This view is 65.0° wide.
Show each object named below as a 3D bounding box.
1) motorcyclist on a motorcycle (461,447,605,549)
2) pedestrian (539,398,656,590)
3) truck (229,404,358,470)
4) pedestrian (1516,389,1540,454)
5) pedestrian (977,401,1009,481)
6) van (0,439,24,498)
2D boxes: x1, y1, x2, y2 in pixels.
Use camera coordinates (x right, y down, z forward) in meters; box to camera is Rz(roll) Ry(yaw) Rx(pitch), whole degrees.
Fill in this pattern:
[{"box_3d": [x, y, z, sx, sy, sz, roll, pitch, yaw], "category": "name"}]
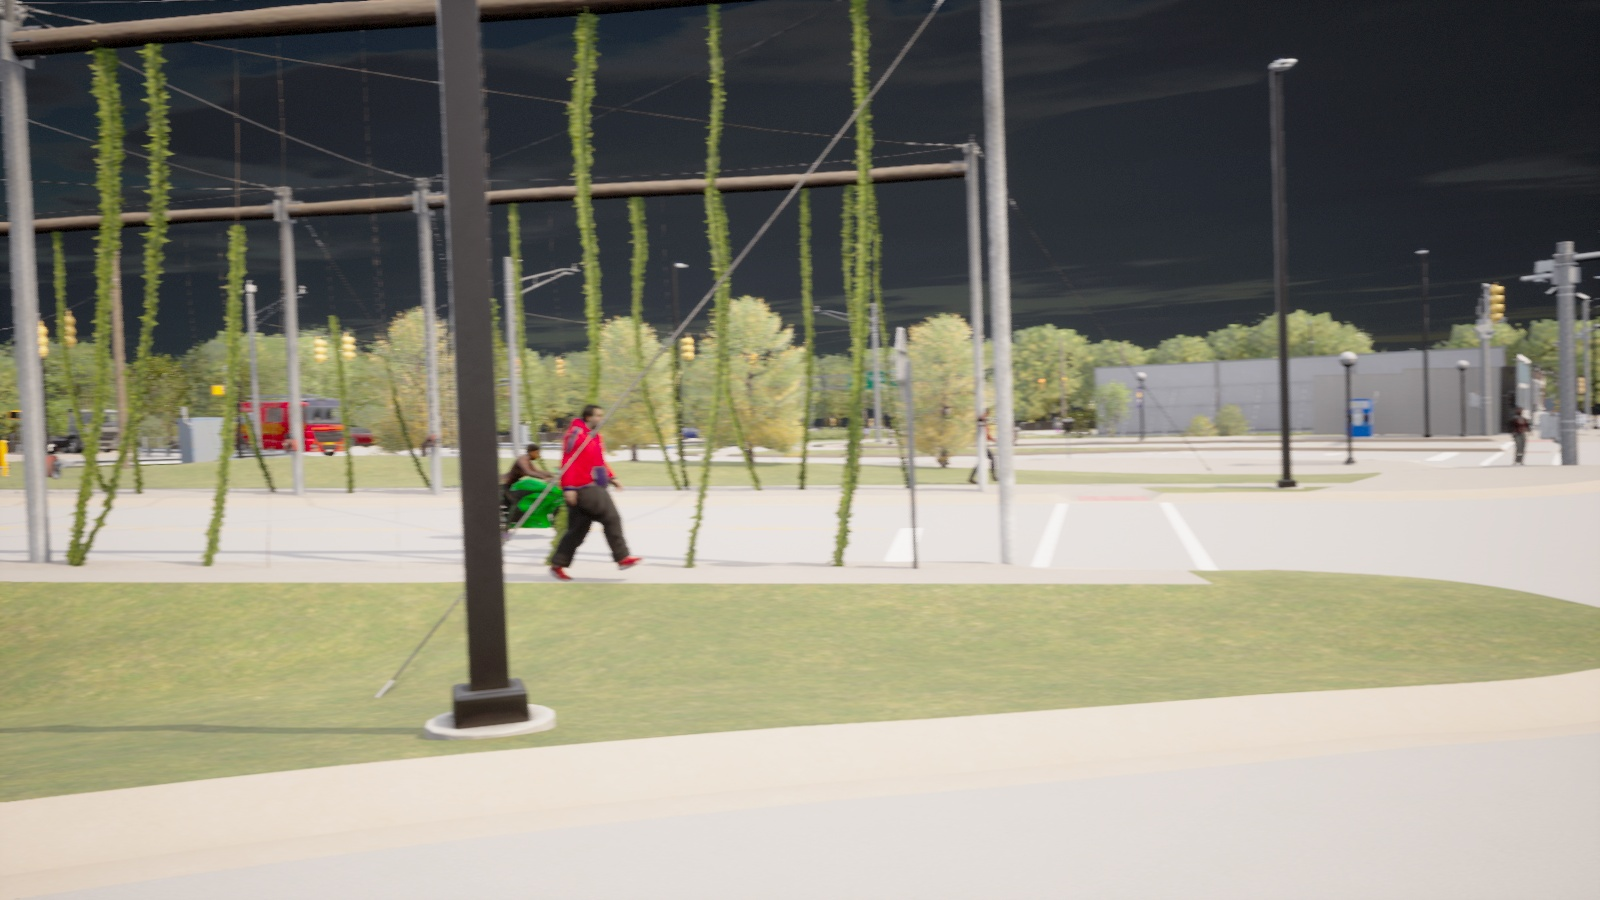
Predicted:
[{"box_3d": [-4.236, 0.752, 20.004, 2.044, 1.523, 0.797, -2, 2, 6], "category": "motorcyclist on a motorcycle"}, {"box_3d": [-2.023, 0.424, 12.617, 0.899, 1.844, 0.634, -3, 2, 8], "category": "pedestrian"}, {"box_3d": [-31.174, -0.804, 77.140, 8.468, 3.827, 2.891, 0, 2, 33], "category": "truck"}, {"box_3d": [22.056, -0.871, 38.070, 0.402, 1.930, 0.666, -3, 2, 14], "category": "pedestrian"}, {"box_3d": [4.521, -0.216, 29.453, 0.636, 1.846, 0.331, -3, 2, 7], "category": "pedestrian"}, {"box_3d": [-28.950, 0.707, 42.244, 1.775, 1.987, 4.442, -2, 0, 31], "category": "van"}]
